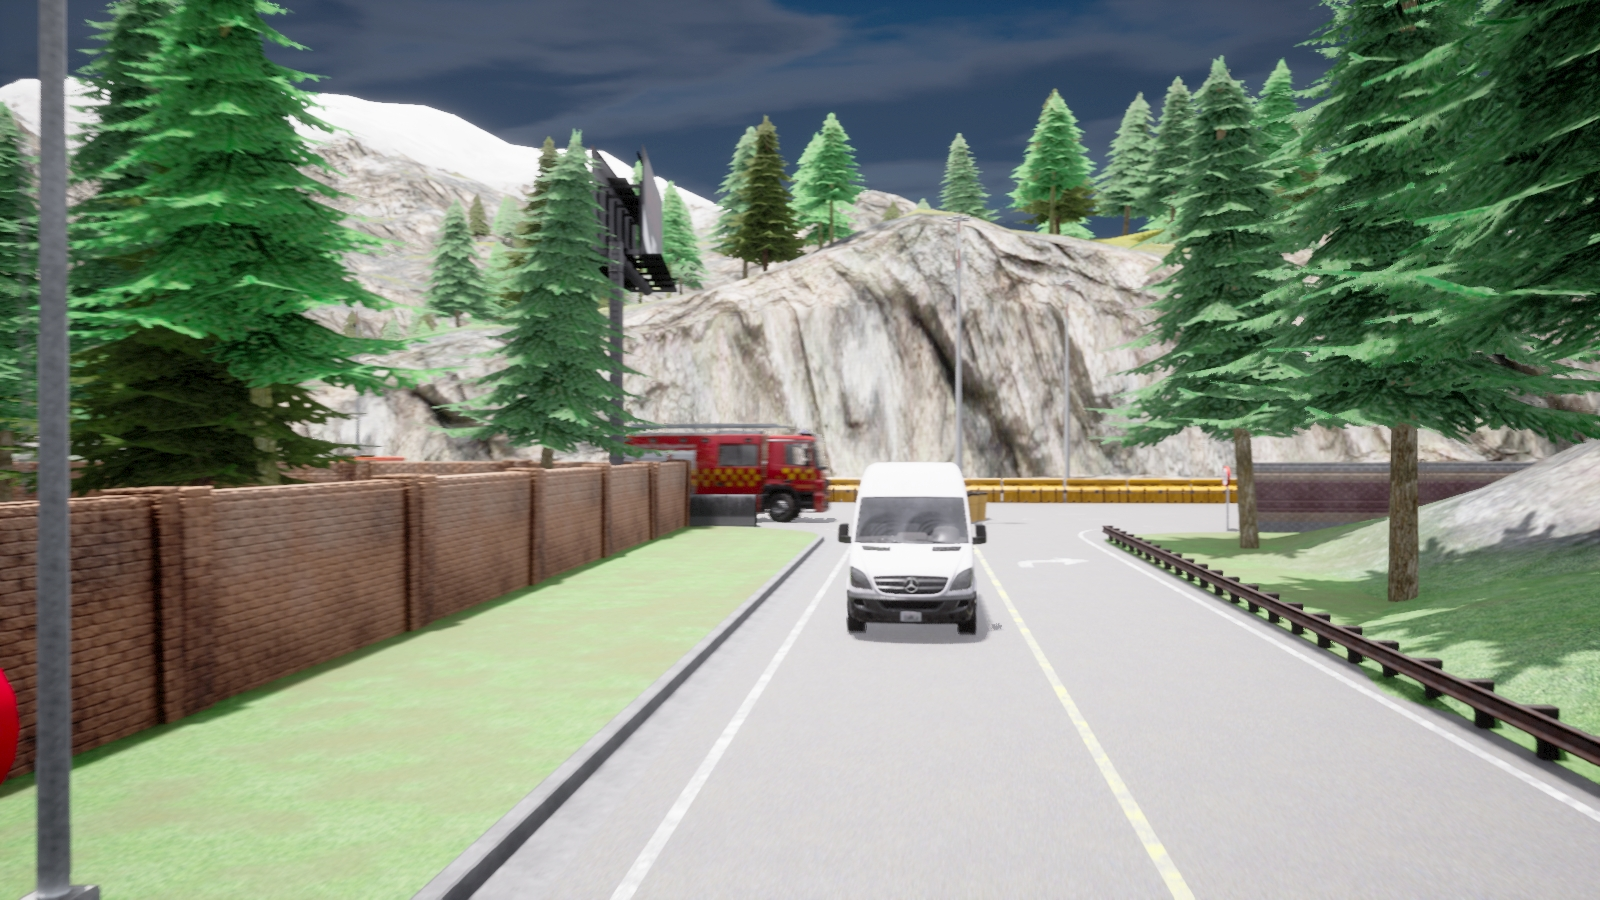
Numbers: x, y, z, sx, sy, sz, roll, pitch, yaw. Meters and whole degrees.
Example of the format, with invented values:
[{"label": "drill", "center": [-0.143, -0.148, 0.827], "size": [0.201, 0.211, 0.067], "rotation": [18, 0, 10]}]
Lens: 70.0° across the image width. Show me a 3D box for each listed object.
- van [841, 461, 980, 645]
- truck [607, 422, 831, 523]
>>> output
[{"label": "van", "center": [1.903, 1.495, 19.324], "size": [1.988, 2.561, 5.915], "rotation": [0, 0, 6]}, {"label": "truck", "center": [-3.113, 0.851, 45.233], "size": [8.468, 3.827, 2.891], "rotation": [0, 0, 7]}]
